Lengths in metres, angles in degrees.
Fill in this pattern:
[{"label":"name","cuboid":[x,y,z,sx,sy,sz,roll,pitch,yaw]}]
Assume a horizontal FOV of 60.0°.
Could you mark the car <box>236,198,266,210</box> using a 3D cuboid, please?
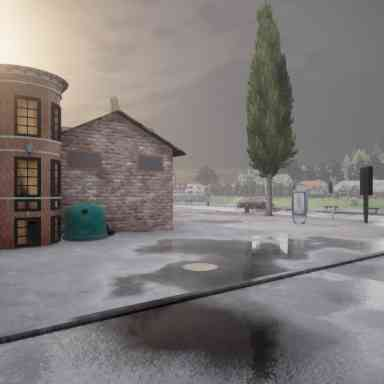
[{"label":"car","cuboid":[7.729,1.525,43.071,1.812,1.442,4.674,0,0,-36]}]
